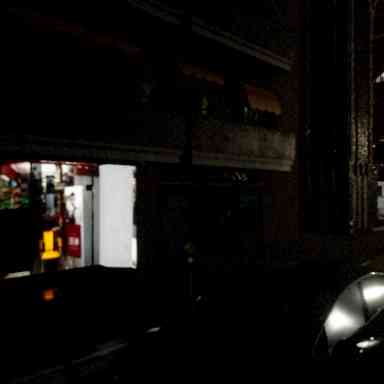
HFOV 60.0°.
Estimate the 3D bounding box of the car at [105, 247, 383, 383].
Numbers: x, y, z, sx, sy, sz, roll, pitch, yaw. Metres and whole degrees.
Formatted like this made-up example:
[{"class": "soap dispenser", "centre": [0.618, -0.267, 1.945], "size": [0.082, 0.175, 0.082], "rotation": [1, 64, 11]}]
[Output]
[{"class": "car", "centre": [1.172, 1.554, 3.816], "size": [4.313, 1.339, 1.947], "rotation": [0, 0, -41]}]
